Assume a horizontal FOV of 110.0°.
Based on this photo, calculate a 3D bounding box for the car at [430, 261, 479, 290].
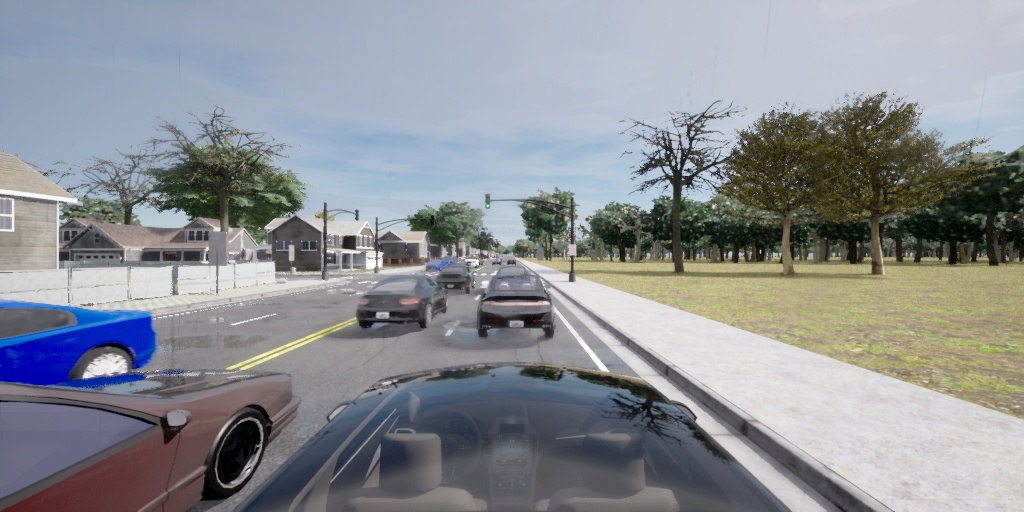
[{"bbox_3d":[-3.156,1.256,20.541,1.837,1.490,4.892,0,0,-1],"label":"car"}]

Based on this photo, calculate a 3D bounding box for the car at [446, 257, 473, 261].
[{"bbox_3d":[-6.636,1.233,45.726,2.128,1.511,4.902,0,0,0],"label":"car"}]

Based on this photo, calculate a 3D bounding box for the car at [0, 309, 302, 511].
[{"bbox_3d":[-3.152,1.297,1.370,2.033,1.411,5.357,0,0,-1],"label":"car"}]

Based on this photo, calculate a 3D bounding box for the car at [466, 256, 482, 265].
[{"bbox_3d":[-6.633,0.953,58.360,2.150,2.045,5.566,0,0,0],"label":"car"}]

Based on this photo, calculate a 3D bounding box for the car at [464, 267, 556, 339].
[{"bbox_3d":[0.095,1.242,10.093,2.128,1.511,4.902,0,0,0],"label":"car"}]

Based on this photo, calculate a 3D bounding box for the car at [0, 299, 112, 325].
[{"bbox_3d":[-6.600,1.227,3.573,1.882,1.535,5.008,0,0,0],"label":"car"}]

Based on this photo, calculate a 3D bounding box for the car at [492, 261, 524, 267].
[{"bbox_3d":[0.033,1.227,19.930,1.882,1.535,5.008,0,0,0],"label":"car"}]

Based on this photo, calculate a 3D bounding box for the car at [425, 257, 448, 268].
[{"bbox_3d":[-9.873,1.218,46.808,1.882,1.535,5.008,0,0,1],"label":"car"}]

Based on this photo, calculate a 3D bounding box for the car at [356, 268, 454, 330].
[{"bbox_3d":[-3.154,1.275,11.059,1.812,1.442,4.674,0,0,0],"label":"car"}]
